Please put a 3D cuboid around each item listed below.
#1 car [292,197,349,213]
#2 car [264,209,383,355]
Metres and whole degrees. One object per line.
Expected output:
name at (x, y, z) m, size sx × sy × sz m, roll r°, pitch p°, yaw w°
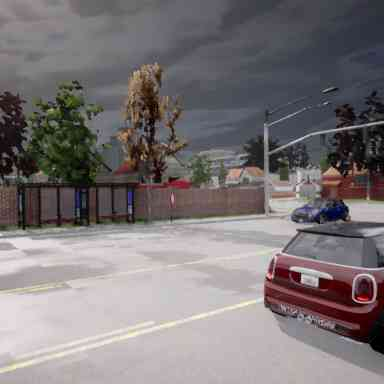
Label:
car at (9.008, 1.266, 23.256) m, size 4.553 × 1.767 × 2.097 m, roll -1°, pitch 0°, yaw -35°
car at (3.495, 1.343, 6.250) m, size 4.553 × 1.767 × 2.097 m, roll 0°, pitch 0°, yaw -36°
